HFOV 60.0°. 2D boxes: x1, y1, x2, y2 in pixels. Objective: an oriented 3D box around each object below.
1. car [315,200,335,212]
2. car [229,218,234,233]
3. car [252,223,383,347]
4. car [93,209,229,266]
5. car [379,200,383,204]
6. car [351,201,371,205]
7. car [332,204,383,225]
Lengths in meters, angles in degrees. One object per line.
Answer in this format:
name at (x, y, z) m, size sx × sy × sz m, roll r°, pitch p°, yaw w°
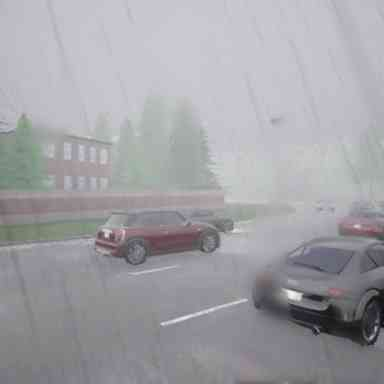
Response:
car at (14.952, 1.544, 37.593) m, size 1.895 × 1.301 × 4.718 m, roll 0°, pitch 0°, yaw 19°
car at (0.344, 1.597, 17.917) m, size 4.181 × 1.385 × 1.994 m, roll 0°, pitch 0°, yaw -43°
car at (3.088, 1.552, 6.433) m, size 4.181 × 1.385 × 1.994 m, roll 0°, pitch 0°, yaw -40°
car at (-1.100, 1.387, 12.039) m, size 4.553 × 1.767 × 2.097 m, roll 0°, pitch 0°, yaw -39°
car at (21.451, 1.376, 35.687) m, size 2.128 × 1.511 × 4.902 m, roll 0°, pitch 0°, yaw 19°
car at (15.034, 1.476, 29.477) m, size 2.033 × 1.411 × 5.357 m, roll 0°, pitch 0°, yaw 31°
car at (8.917, 1.521, 16.562) m, size 1.994 × 1.385 × 4.181 m, roll -1°, pitch 0°, yaw 44°
